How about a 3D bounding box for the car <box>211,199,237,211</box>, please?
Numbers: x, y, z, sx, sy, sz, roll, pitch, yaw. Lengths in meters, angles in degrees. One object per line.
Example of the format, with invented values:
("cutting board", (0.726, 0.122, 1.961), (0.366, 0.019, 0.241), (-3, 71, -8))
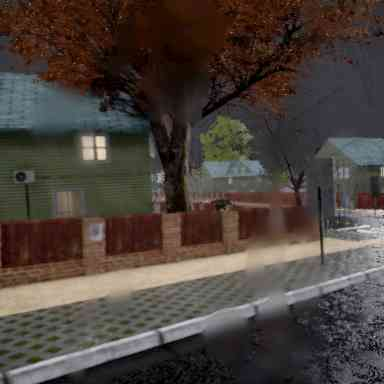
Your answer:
("car", (3.503, 1.556, 36.981), (1.837, 1.490, 4.892), (-4, 2, -22))
